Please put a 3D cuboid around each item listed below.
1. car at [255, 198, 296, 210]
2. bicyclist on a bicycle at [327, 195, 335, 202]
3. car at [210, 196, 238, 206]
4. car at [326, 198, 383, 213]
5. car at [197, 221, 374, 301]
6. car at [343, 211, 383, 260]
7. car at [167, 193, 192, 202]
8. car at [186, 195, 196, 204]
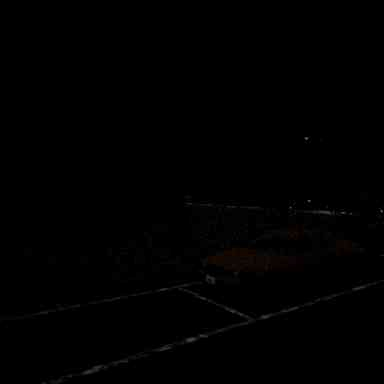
[{"bbox_3d":[9.460,1.368,37.875,1.895,1.301,4.718,1,0,-34],"label":"car"},{"bbox_3d":[16.306,1.159,38.926,1.656,1.620,0.582,0,0,-34],"label":"bicyclist on a bicycle"},{"bbox_3d":[4.336,1.249,45.367,1.994,1.385,4.181,1,0,-34],"label":"car"},{"bbox_3d":[14.700,1.342,30.230,2.128,1.511,4.902,1,0,-34],"label":"car"},{"bbox_3d":[2.372,1.527,8.357,4.829,1.417,1.752,0,1,-35],"label":"car"},{"bbox_3d":[7.132,1.547,11.662,4.507,1.381,1.887,0,1,-35],"label":"car"},{"bbox_3d":[-2.327,1.058,60.717,2.128,1.511,4.902,1,0,-34],"label":"car"},{"bbox_3d":[-1.261,1.194,53.575,1.895,1.301,4.718,1,0,-34],"label":"car"}]
